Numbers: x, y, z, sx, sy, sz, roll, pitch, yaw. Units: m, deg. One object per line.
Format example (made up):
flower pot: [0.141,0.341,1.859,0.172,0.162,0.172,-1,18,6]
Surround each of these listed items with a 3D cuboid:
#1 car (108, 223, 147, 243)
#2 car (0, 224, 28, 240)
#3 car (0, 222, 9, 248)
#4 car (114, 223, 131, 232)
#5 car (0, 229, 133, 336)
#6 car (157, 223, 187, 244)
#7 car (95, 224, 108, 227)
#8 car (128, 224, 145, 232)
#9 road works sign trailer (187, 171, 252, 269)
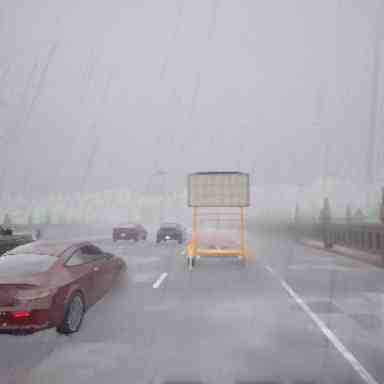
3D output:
car: [-4.918,3.259,27.012,1.882,1.535,5.008,0,-5,4]
car: [-6.188,1.512,8.445,2.150,2.045,5.566,0,-3,4]
car: [-12.711,2.477,18.574,1.882,1.535,5.008,0,-5,4]
car: [-13.188,6.724,63.499,1.882,1.535,5.008,0,-5,3]
car: [-2.777,1.737,6.990,1.812,1.442,4.674,0,-2,4]
car: [-1.512,3.141,25.514,1.837,1.490,4.892,0,-5,4]
car: [-16.704,6.669,62.147,2.033,1.411,5.357,0,-5,4]
car: [-9.925,6.444,59.675,1.994,1.385,4.181,0,-5,4]
road works sign trailer: [1.040,0.999,13.102,2.380,3.560,2.880,0,-4,4]
